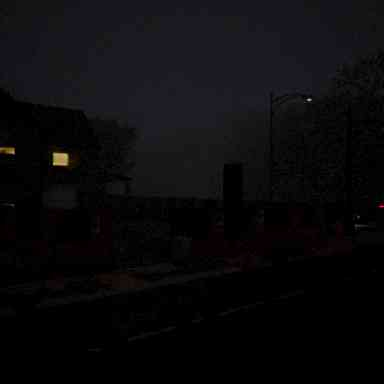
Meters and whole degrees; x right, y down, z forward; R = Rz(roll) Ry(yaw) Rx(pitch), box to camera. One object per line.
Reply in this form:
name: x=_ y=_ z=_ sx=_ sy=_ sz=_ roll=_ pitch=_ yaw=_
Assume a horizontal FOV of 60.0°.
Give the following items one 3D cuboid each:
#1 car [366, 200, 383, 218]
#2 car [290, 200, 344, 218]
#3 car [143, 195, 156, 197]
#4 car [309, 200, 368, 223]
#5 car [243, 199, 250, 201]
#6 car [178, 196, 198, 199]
car: x=15.046 y=1.441 z=30.170 sx=2.128 sy=1.511 sz=4.902 roll=0 pitch=0 yaw=-36
car: x=11.180 y=1.501 z=29.977 sx=1.994 sy=1.385 sz=4.181 roll=0 pitch=0 yaw=-36
car: x=-8.124 y=1.276 z=62.403 sx=2.128 sy=1.511 sz=4.902 roll=0 pitch=0 yaw=-36
car: x=10.335 y=1.472 z=25.245 sx=1.812 sy=1.442 sz=4.674 roll=0 pitch=0 yaw=-36
car: x=5.018 y=1.437 z=32.641 sx=1.812 sy=1.442 sz=4.674 roll=0 pitch=0 yaw=-36
car: x=-0.202 y=1.227 z=39.898 sx=2.097 sy=1.767 sz=4.553 roll=0 pitch=0 yaw=-36
